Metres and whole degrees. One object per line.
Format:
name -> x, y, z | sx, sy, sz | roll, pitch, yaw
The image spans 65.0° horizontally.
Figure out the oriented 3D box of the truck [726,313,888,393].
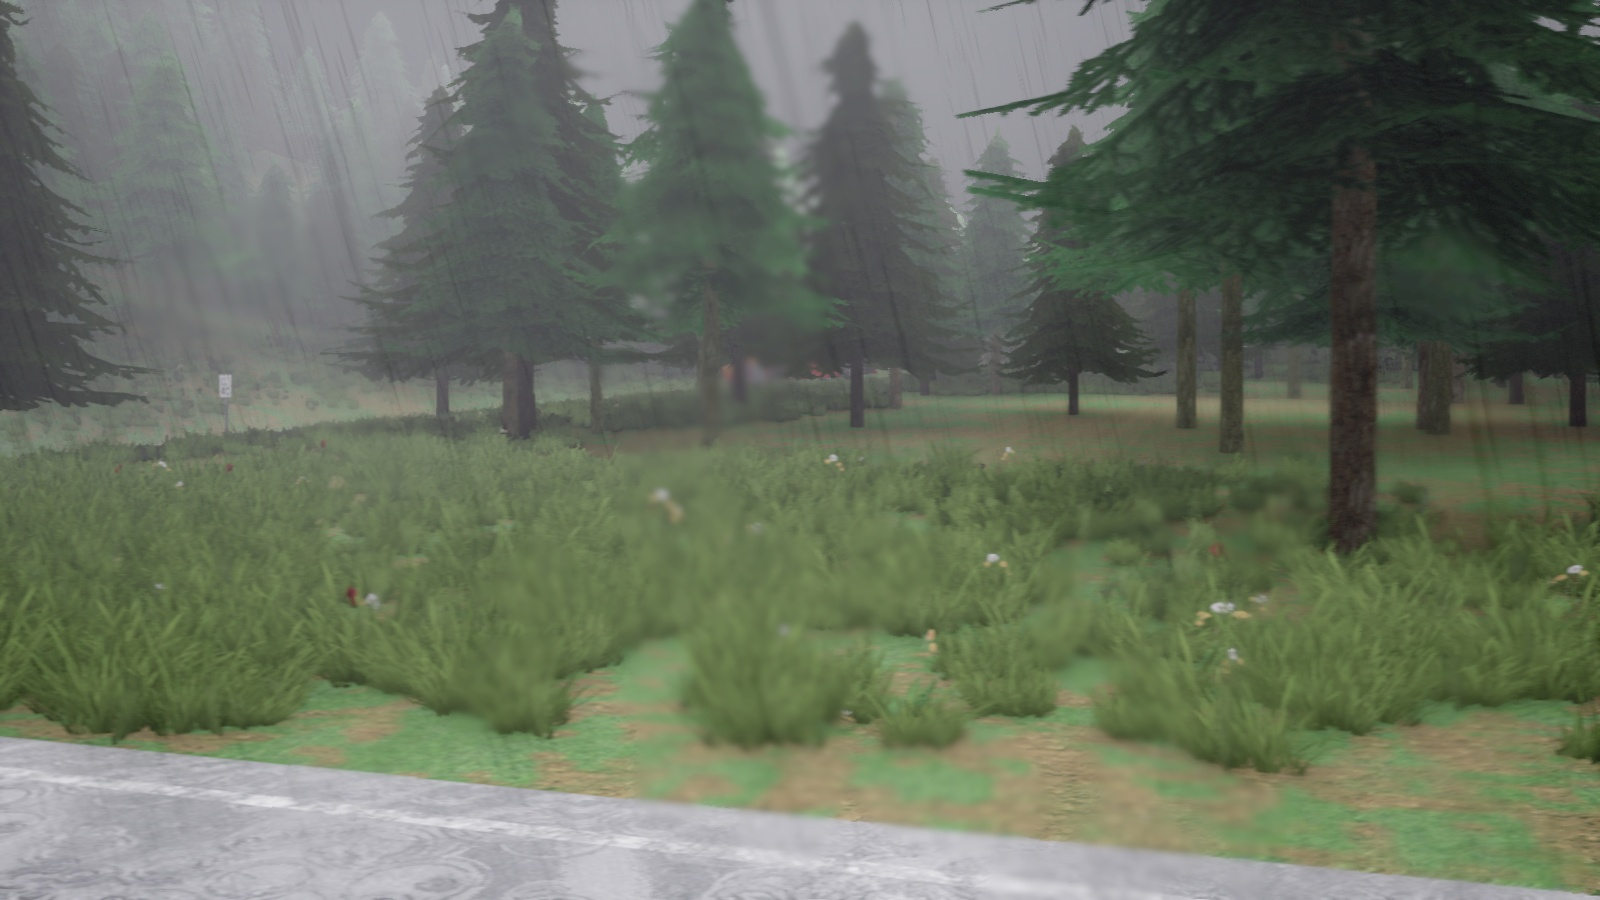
truck -> 0.457, -5.447, 69.874 | 8.468, 3.827, 2.891 | -6, 4, -31
